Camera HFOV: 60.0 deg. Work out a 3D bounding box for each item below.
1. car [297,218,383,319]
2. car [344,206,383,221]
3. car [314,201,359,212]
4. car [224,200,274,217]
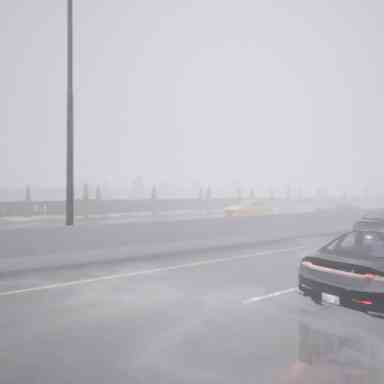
[{"bbox_3d":[4.195,1.492,6.735,4.902,1.511,2.128,0,0,-35],"label":"car"},{"bbox_3d":[8.852,1.506,14.356,4.892,1.490,1.837,0,0,-35],"label":"car"},{"bbox_3d":[13.492,1.549,30.764,5.357,1.411,2.033,0,0,-35],"label":"car"},{"bbox_3d":[5.003,1.479,29.041,5.008,1.535,1.882,0,0,-35],"label":"car"}]
